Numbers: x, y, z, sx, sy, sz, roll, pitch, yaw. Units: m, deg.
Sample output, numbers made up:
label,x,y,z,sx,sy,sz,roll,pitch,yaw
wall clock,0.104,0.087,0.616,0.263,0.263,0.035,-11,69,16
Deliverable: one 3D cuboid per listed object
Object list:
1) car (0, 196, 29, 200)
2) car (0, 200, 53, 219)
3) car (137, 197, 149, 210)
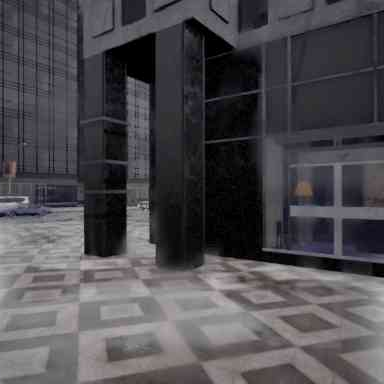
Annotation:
label,x,y,z,sx,sy,sz,roll,pitch,yaw
car,-19.324,1.464,33.893,2.150,2.045,5.566,0,-1,36
car,-16.422,1.787,32.374,2.033,1.411,5.357,0,-1,36
car,-6.045,1.769,52.259,2.150,2.045,5.566,0,-1,36
